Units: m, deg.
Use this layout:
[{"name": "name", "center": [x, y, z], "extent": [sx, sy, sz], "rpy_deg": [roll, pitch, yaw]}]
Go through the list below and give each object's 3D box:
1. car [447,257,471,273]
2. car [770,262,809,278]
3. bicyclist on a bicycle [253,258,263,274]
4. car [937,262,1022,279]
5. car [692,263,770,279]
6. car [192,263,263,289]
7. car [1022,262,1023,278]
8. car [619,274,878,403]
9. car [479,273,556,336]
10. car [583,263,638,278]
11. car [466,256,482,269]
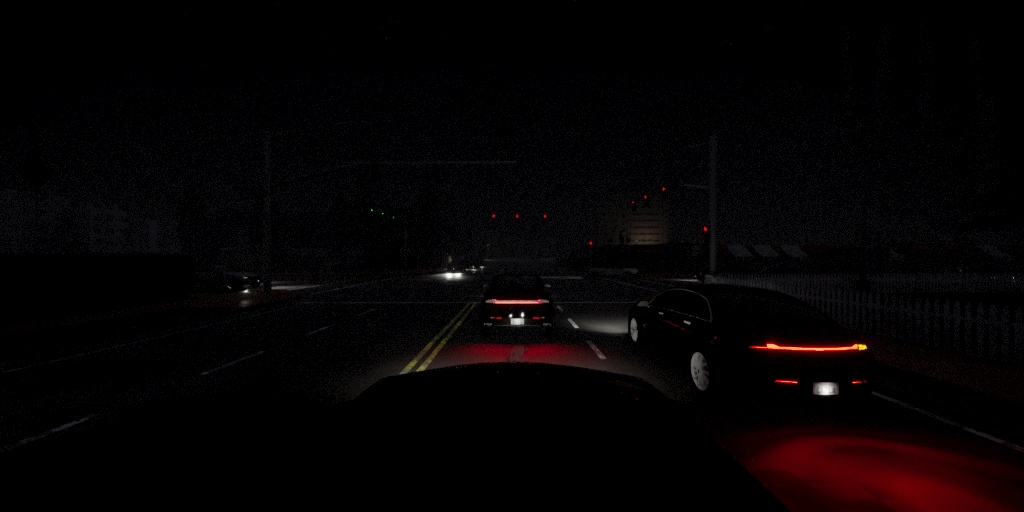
[{"name": "car", "center": [-6.802, 1.241, 44.462], "extent": [2.128, 1.511, 4.902], "rpy_deg": [0, 0, 1]}, {"name": "car", "center": [25.194, 1.276, 33.660], "extent": [4.674, 1.442, 1.812], "rpy_deg": [0, 0, -1]}, {"name": "bicyclist on a bicycle", "center": [-26.143, 1.051, 36.925], "extent": [0.582, 1.620, 1.656], "rpy_deg": [0, 0, -3]}, {"name": "car", "center": [39.106, 1.242, 30.416], "extent": [4.902, 1.511, 2.128], "rpy_deg": [0, 0, -1]}, {"name": "car", "center": [17.995, 1.297, 30.046], "extent": [5.357, 1.411, 2.033], "rpy_deg": [0, 0, -1]}, {"name": "car", "center": [-18.143, 1.276, 22.329], "extent": [4.674, 1.442, 1.812], "rpy_deg": [0, 0, 0]}, {"name": "car", "center": [48.898, 1.257, 34.033], "extent": [4.892, 1.490, 1.837], "rpy_deg": [1, 0, -1]}, {"name": "car", "center": [3.591, 1.255, 6.484], "extent": [1.837, 1.490, 4.892], "rpy_deg": [0, 0, 1]}, {"name": "car", "center": [0.138, 1.242, 10.391], "extent": [2.128, 1.511, 4.902], "rpy_deg": [0, 0, 0]}, {"name": "car", "center": [9.079, 1.351, 33.405], "extent": [4.718, 1.301, 1.895], "rpy_deg": [0, 0, -1]}, {"name": "car", "center": [-6.672, 0.974, 58.784], "extent": [2.150, 2.045, 5.566], "rpy_deg": [0, 0, 2]}]
